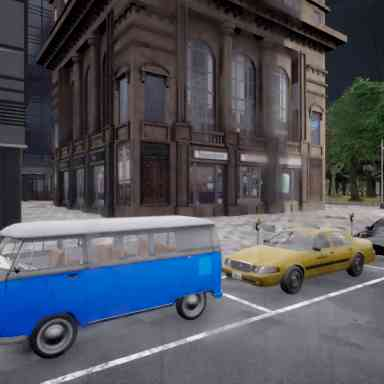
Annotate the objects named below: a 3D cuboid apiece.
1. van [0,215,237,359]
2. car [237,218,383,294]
[{"bbox_3d":[-1.337,1.341,5.695,3.998,1.788,1.690,0,0,-35],"label":"van"},{"bbox_3d":[2.954,1.525,8.750,4.829,1.417,1.752,0,0,-35],"label":"car"}]
